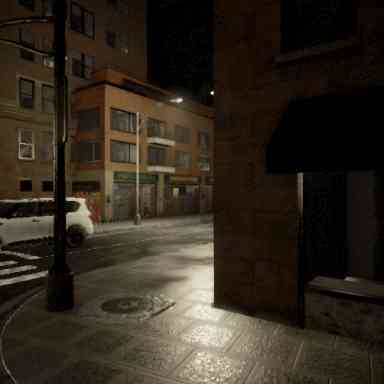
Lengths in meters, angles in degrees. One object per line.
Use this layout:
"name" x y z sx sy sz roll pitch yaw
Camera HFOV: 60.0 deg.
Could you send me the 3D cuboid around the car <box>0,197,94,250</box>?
"car" -6.394 1.239 12.568 2.150 2.045 5.566 0 0 35
